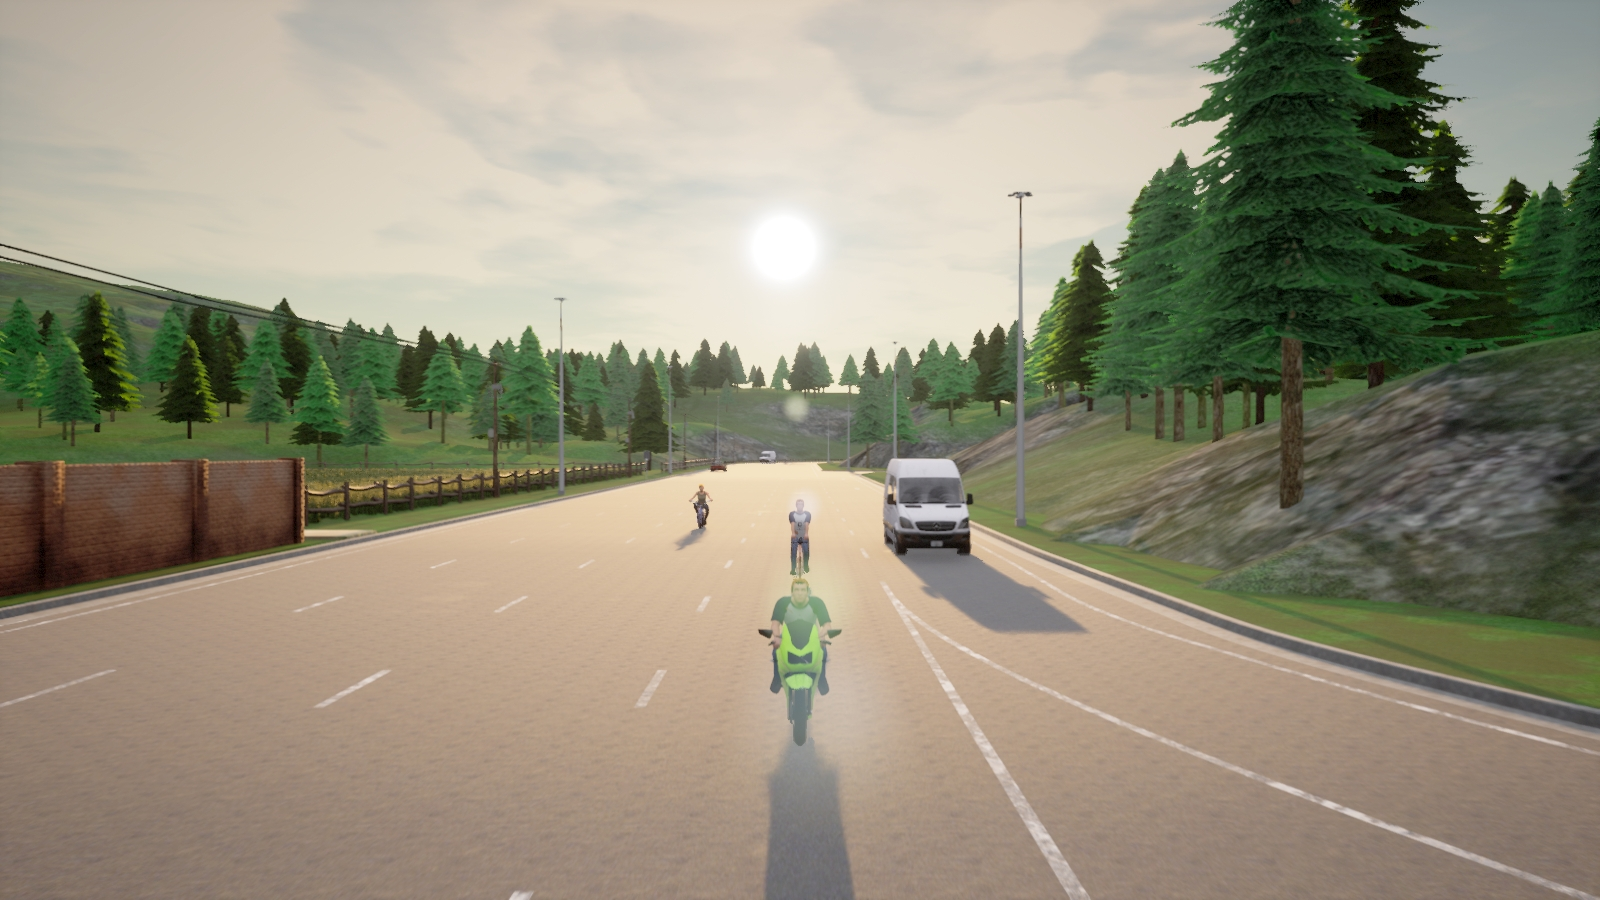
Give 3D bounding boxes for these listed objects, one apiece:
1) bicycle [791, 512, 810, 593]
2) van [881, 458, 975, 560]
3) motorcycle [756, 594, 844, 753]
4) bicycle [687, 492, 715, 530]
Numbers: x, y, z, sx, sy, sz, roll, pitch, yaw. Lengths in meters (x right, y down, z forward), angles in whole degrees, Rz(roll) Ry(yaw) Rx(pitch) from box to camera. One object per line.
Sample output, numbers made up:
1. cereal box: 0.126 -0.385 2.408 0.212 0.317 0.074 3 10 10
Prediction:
1. bicycle: 0.000 2.056 23.282 0.373 1.496 1.643 0 1 0
2. van: 3.496 1.534 32.196 1.988 2.561 5.915 0 0 0
3. motorcycle: 0.000 2.185 11.534 0.803 1.199 2.033 0 0 0
4. bicycle: -3.500 2.158 40.476 0.859 1.277 1.487 0 0 0
